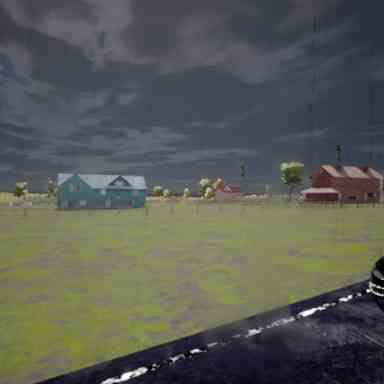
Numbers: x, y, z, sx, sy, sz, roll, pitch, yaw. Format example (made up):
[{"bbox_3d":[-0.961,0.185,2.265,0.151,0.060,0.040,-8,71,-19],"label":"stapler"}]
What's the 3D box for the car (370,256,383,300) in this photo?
[{"bbox_3d":[5.783,1.513,7.311,4.892,1.490,1.837,0,0,-36],"label":"car"}]
